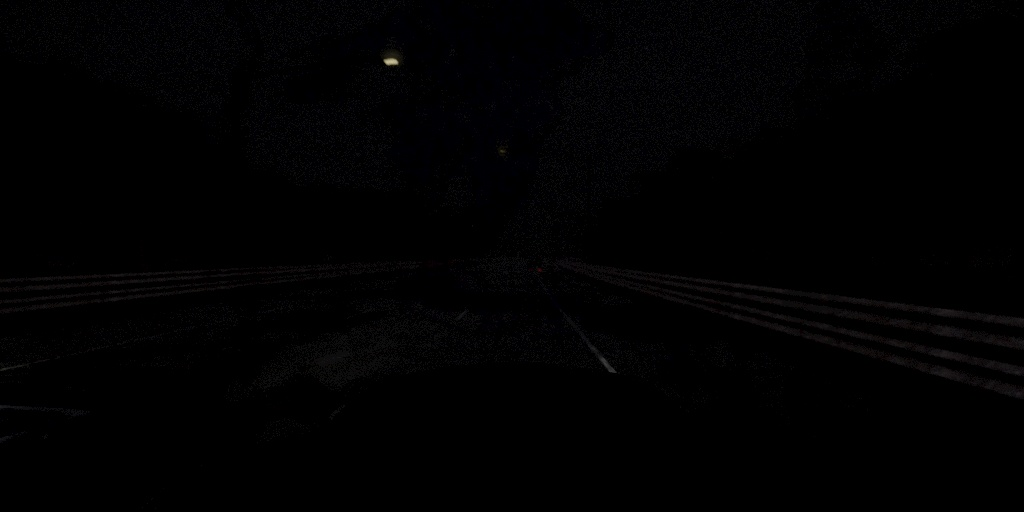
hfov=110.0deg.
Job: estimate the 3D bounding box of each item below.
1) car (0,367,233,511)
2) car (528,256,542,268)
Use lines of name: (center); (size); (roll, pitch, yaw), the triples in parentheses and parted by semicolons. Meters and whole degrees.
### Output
car: (-3.378, 1.224, 1.180); (2.128, 1.511, 4.902); (0, 0, 0)
car: (3.726, 0.955, 58.665); (2.150, 2.045, 5.566); (0, 0, 5)
